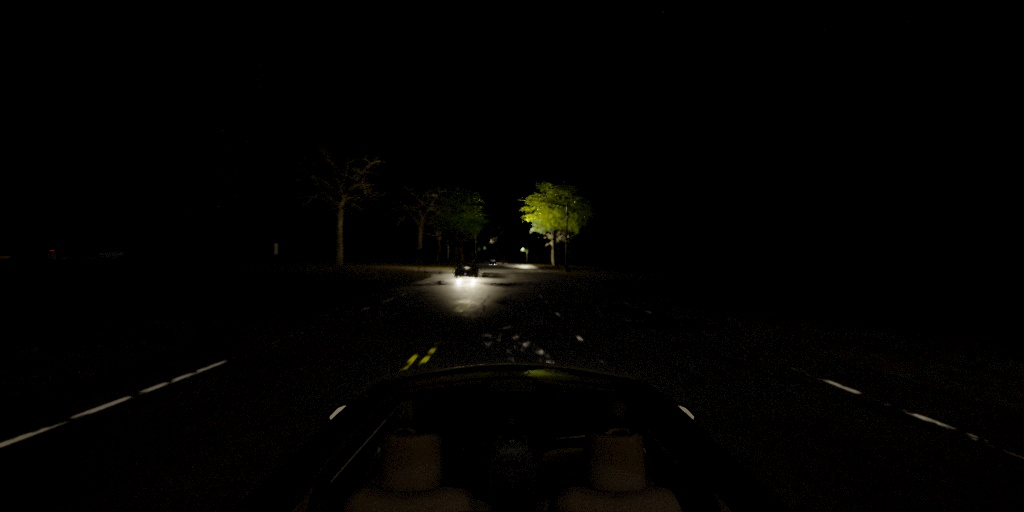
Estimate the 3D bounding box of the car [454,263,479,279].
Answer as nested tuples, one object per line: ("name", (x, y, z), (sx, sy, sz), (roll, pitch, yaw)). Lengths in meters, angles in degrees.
("car", (-4.067, 1.332, 32.923), (1.994, 1.385, 4.181), (1, 1, -1))
